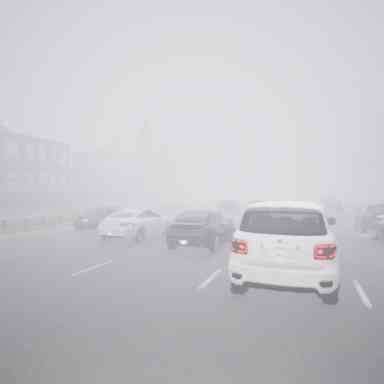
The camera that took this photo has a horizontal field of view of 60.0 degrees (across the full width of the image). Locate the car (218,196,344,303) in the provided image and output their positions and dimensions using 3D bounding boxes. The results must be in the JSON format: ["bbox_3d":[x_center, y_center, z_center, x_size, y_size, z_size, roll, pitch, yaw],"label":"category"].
[{"bbox_3d":[2.448,1.227,8.574,2.150,2.045,5.566,1,0,19],"label":"car"}]

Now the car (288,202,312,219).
[{"bbox_3d":[9.944,1.635,30.551,1.895,1.301,4.718,1,0,19],"label":"car"}]

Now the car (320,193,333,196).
[{"bbox_3d":[20.174,1.325,49.984,2.150,2.045,5.566,1,0,19],"label":"car"}]

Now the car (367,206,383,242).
[{"bbox_3d":[9.037,1.575,14.115,1.837,1.490,4.892,1,0,19],"label":"car"}]

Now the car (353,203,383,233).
[{"bbox_3d":[10.967,1.428,19.765,2.097,1.767,4.553,1,0,19],"label":"car"}]

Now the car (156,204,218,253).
[{"bbox_3d":[0.490,1.472,13.683,1.837,1.490,4.892,1,0,19],"label":"car"}]

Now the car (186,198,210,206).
[{"bbox_3d":[0.793,1.433,36.243,1.812,1.442,4.674,1,0,19],"label":"car"}]

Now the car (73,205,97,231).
[{"bbox_3d":[-4.950,1.449,19.415,1.994,1.385,4.181,1,0,19],"label":"car"}]

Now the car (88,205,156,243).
[{"bbox_3d":[-2.572,1.451,15.586,1.812,1.442,4.674,1,0,19],"label":"car"}]

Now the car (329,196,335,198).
[{"bbox_3d":[16.033,1.565,37.814,1.882,1.535,5.008,1,0,19],"label":"car"}]

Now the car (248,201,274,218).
[{"bbox_3d":[6.633,1.592,31.681,1.895,1.301,4.718,1,0,19],"label":"car"}]
